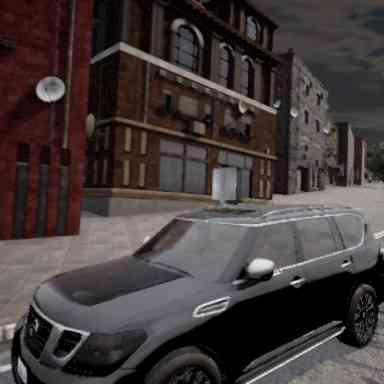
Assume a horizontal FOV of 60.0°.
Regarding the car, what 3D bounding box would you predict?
[{"bbox_3d":[0.653,1.226,4.686,5.566,2.045,2.150,0,0,-38],"label":"car"}]
